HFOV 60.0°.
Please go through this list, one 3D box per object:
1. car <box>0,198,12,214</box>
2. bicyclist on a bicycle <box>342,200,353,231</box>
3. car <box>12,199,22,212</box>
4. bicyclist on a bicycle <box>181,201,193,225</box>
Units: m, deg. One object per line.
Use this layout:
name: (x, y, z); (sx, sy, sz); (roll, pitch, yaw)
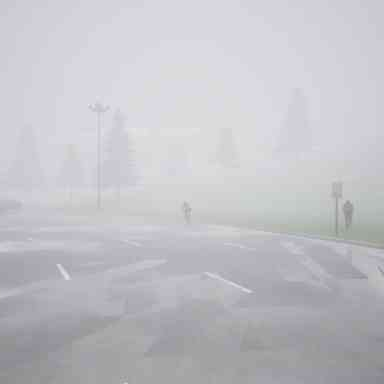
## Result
car: (-20.790, 1.526, 33.567); (4.674, 1.442, 1.812); (0, 0, 28)
bicyclist on a bicycle: (8.444, 1.275, 17.956); (0.582, 1.620, 1.656); (-1, -3, 17)
car: (-21.441, 1.505, 37.758); (4.892, 1.490, 1.837); (0, 0, 26)
bicyclist on a bicycle: (-0.377, 1.455, 23.233); (0.582, 1.620, 1.656); (0, -2, -31)
